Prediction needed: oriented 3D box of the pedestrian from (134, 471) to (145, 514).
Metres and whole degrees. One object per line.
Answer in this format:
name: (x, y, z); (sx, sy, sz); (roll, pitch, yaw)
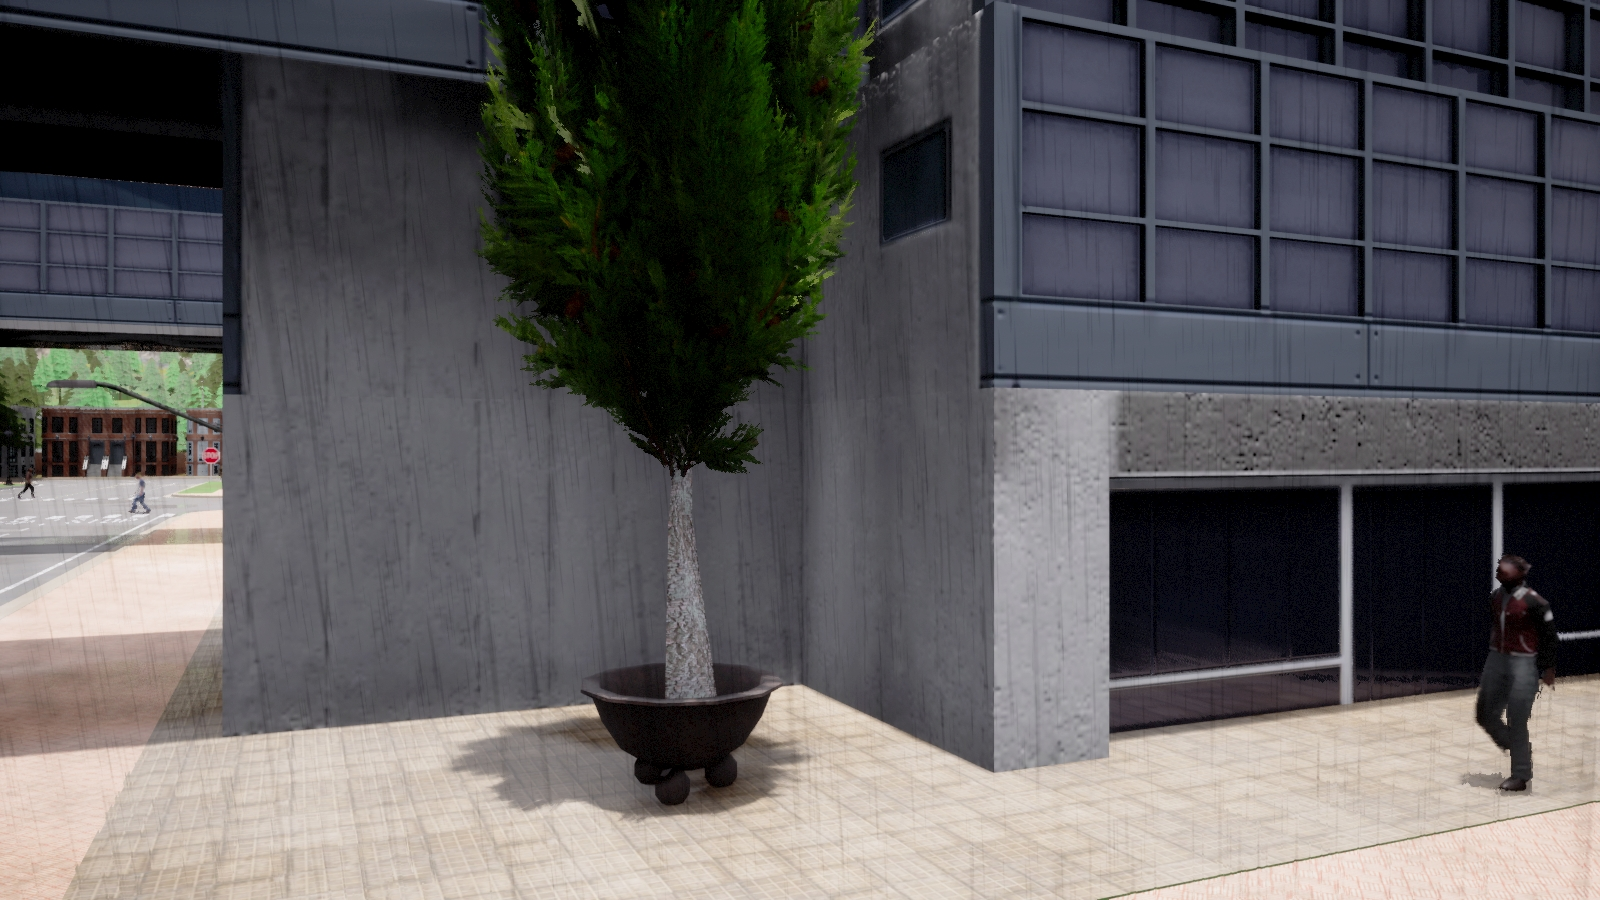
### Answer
pedestrian: (-28.683, 1.848, 49.597); (0.375, 1.860, 0.375); (0, 0, -24)

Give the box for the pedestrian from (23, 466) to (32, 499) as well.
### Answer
pedestrian: (-43.688, 1.837, 64.631); (0.375, 1.860, 0.375); (0, 0, -24)

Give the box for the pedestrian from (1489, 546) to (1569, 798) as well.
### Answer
pedestrian: (5.656, 1.698, 8.871); (0.375, 1.860, 0.375); (0, 0, -17)
